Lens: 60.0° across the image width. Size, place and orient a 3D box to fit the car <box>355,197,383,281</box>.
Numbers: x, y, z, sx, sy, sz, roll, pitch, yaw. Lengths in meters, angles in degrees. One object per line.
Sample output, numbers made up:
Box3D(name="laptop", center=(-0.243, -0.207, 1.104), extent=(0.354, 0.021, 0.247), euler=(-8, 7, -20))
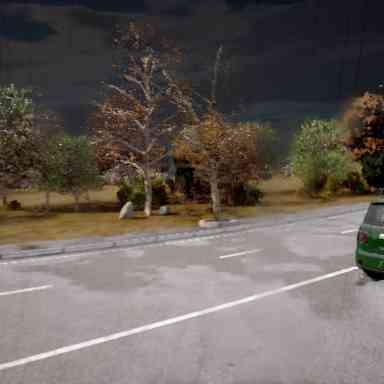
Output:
Box3D(name="car", center=(6.272, 1.049, 8.221), extent=(5.566, 2.045, 2.150), euler=(-3, 2, -36))
